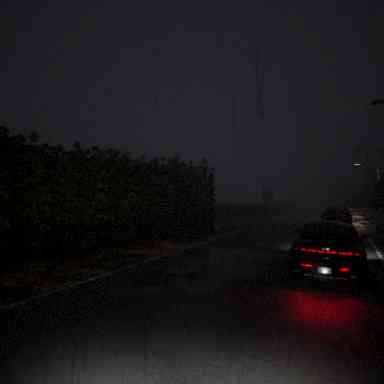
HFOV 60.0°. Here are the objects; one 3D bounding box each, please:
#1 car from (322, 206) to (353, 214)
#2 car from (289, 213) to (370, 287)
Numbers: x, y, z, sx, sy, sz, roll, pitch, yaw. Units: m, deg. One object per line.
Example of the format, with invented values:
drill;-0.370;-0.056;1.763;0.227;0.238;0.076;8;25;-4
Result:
car;10.263;1.751;23.544;1.882;1.535;5.008;2;0;25
car;4.124;1.614;9.968;1.837;1.490;4.892;2;0;25
